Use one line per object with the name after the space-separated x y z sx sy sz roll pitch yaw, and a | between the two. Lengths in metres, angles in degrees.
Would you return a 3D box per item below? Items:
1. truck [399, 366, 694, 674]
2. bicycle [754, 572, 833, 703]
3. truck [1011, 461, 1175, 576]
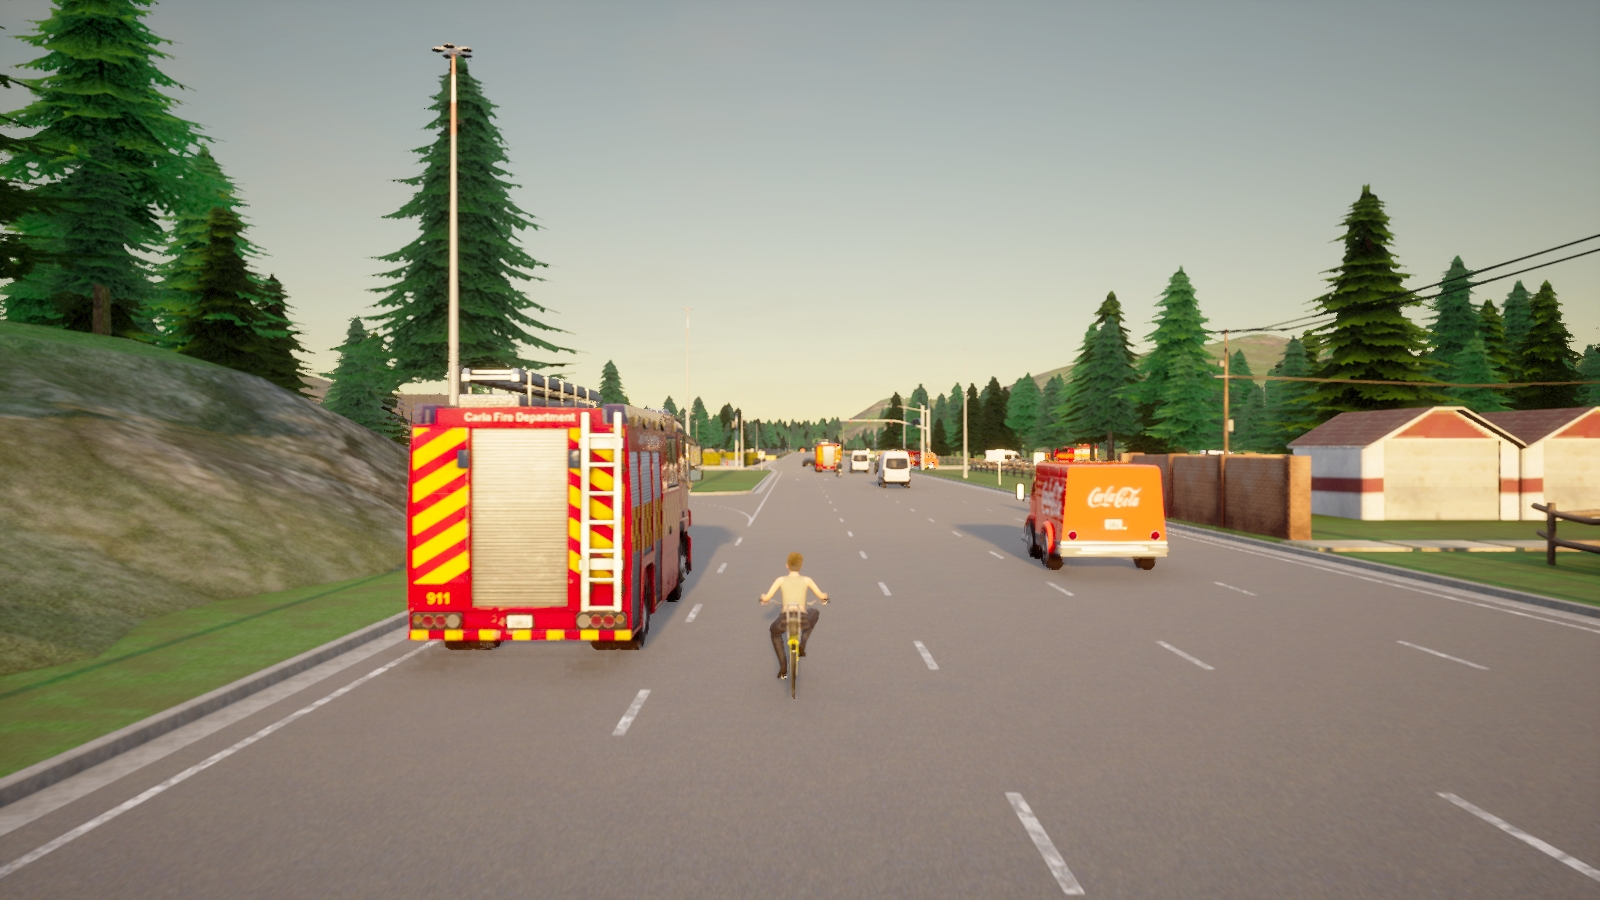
-3.544 0.862 18.435 2.891 3.827 8.468 0 0 0 | truck
-0.067 2.137 13.285 0.859 1.276 1.487 0 0 0 | bicycle
6.926 1.527 27.754 2.627 2.467 5.204 0 0 0 | truck
